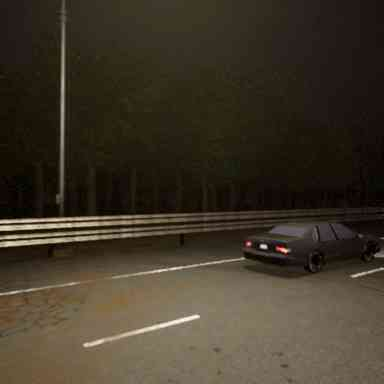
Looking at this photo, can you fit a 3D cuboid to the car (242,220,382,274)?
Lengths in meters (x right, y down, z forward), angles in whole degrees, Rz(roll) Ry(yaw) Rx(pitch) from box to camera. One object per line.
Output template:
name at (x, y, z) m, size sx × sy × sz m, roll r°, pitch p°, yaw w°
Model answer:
car at (4.089, 1.633, 10.946) m, size 5.357 × 1.411 × 2.033 m, roll 1°, pitch 0°, yaw -35°
